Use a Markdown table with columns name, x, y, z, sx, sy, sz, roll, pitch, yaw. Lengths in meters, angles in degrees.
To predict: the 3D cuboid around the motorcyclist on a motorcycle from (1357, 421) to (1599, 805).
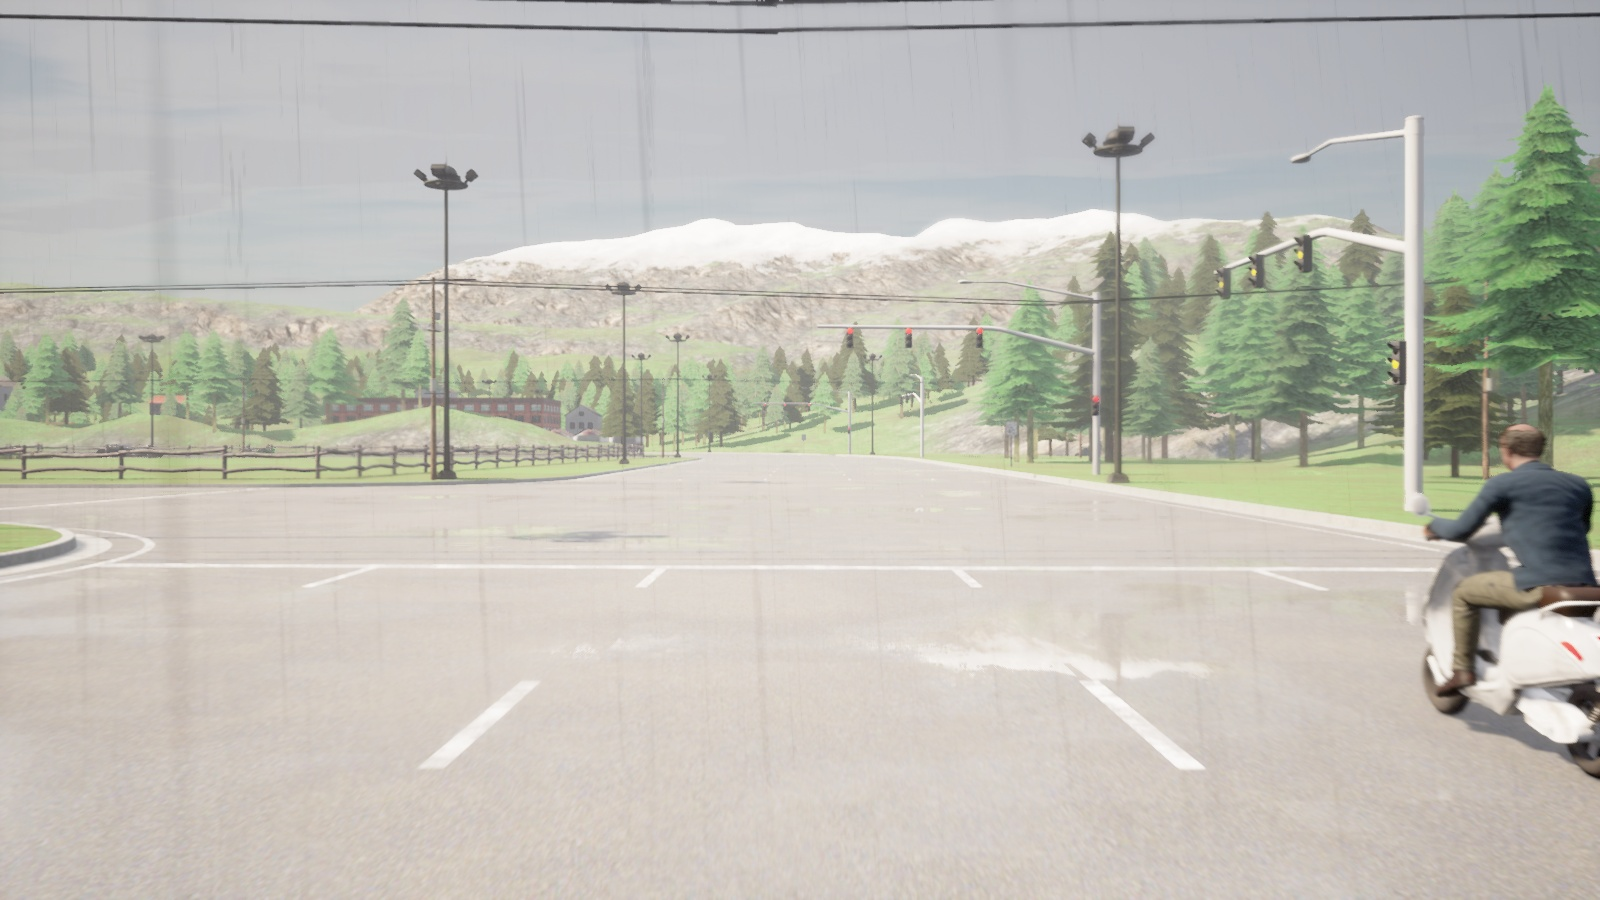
| name | x | y | z | sx | sy | sz | roll | pitch | yaw |
| --- | --- | --- | --- | --- | --- | --- | --- | --- | --- |
| motorcyclist on a motorcycle | 3.548 | 0.673 | 6.113 | 0.866 | 1.590 | 1.817 | 0 | 0 | 0 |
